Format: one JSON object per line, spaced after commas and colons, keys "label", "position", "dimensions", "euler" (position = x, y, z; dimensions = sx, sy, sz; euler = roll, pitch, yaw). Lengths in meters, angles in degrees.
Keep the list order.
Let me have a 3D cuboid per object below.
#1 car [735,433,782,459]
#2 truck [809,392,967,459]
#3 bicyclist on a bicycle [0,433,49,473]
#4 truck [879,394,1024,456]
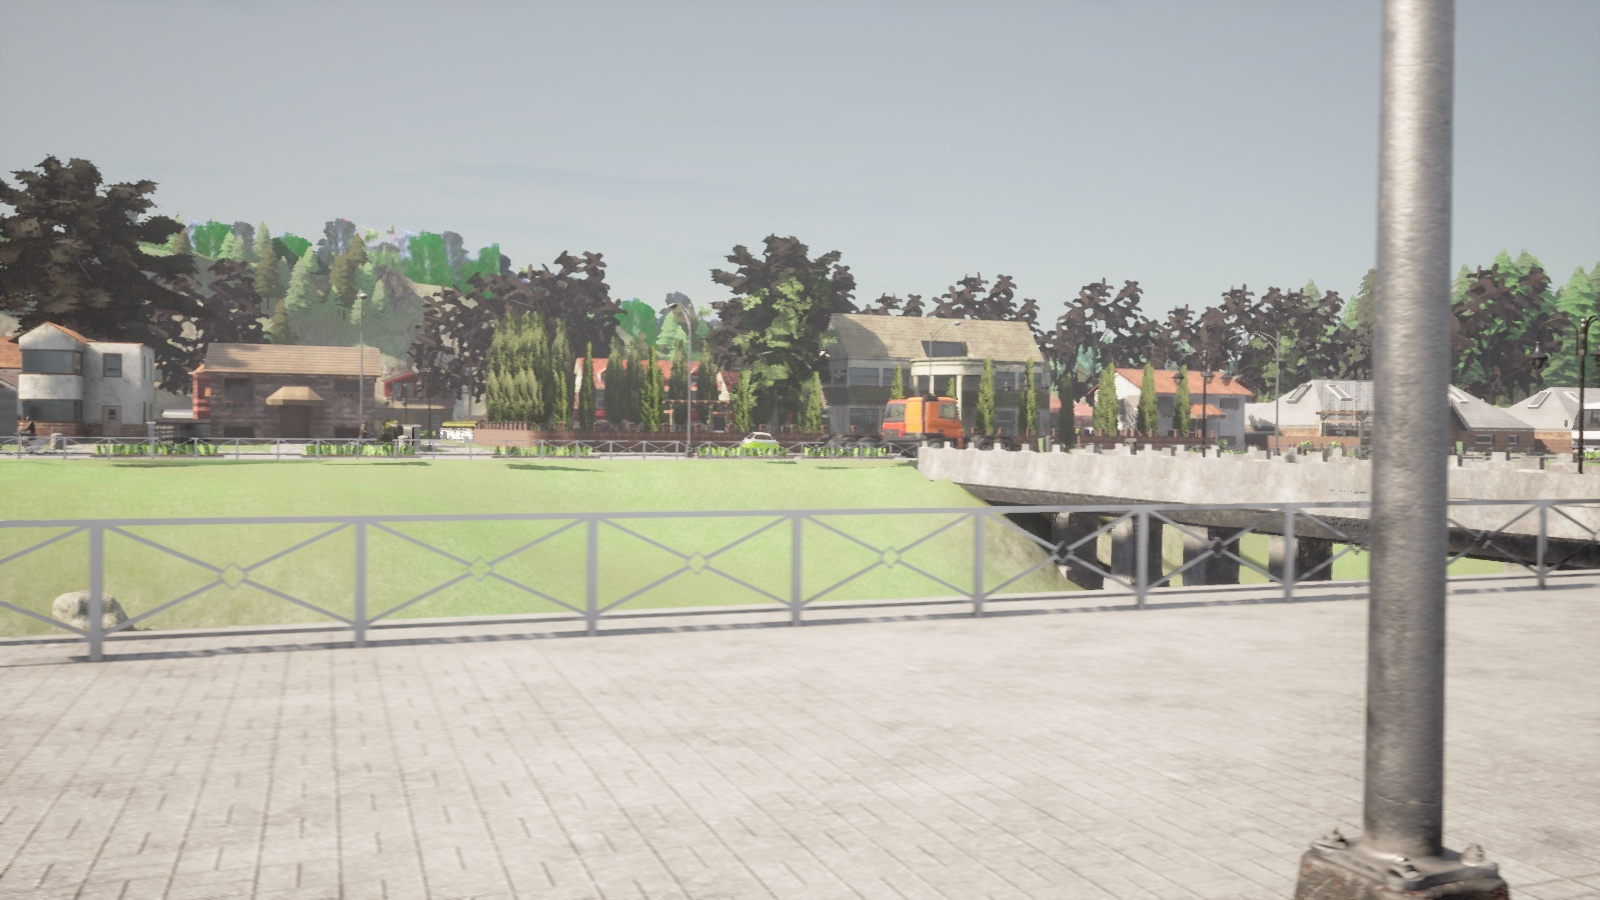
{"label": "car", "position": [-2.279, -0.243, 68.890], "dimensions": [2.207, 1.376, 1.481], "euler": [-1, 1, -21]}
{"label": "truck", "position": [4.736, -1.330, 67.260], "dimensions": [7.936, 3.462, 2.891], "euler": [-1, 1, -21]}
{"label": "bicyclist on a bicycle", "position": [-34.919, 0.127, 56.504], "dimensions": [1.843, 1.776, 0.659], "euler": [-1, 1, -21]}
{"label": "truck", "position": [8.831, -1.469, 73.092], "dimensions": [7.936, 3.462, 2.891], "euler": [-1, 1, -21]}
